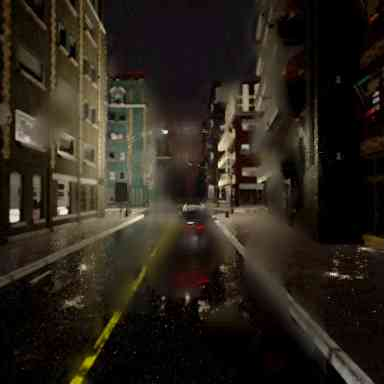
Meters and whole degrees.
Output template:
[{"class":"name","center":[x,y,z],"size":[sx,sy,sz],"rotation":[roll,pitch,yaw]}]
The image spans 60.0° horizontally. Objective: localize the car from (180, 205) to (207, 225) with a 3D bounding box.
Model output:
[{"class":"car","center":[0.101,1.710,25.830],"size":[1.895,1.301,4.718],"rotation":[0,0,0]}]

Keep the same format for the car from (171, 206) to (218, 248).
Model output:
[{"class":"car","center":[0.101,1.564,14.945],"size":[1.837,1.490,4.892],"rotation":[0,0,0]}]
